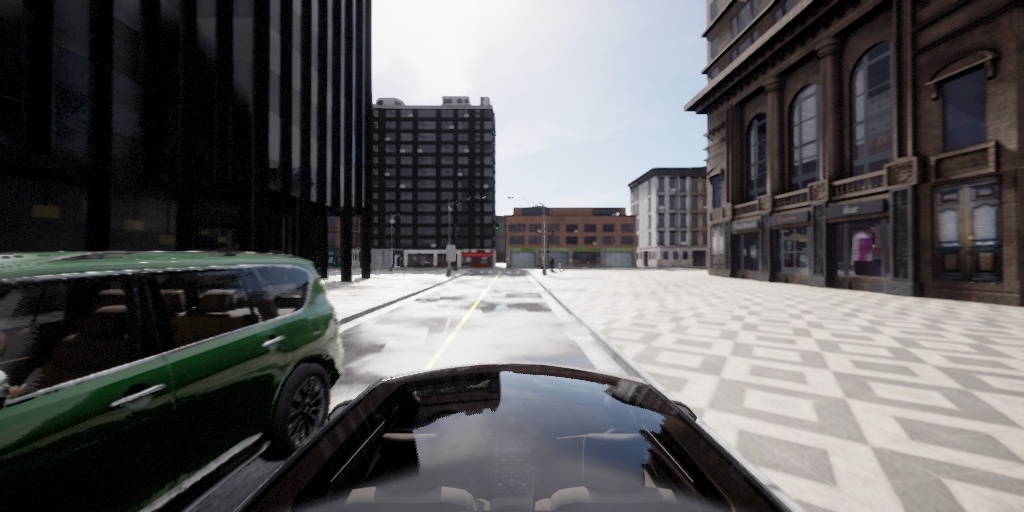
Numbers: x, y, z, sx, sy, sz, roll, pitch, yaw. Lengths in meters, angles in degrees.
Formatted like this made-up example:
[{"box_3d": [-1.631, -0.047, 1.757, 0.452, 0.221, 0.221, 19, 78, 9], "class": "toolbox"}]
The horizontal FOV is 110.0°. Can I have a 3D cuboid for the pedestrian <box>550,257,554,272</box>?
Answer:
[{"box_3d": [4.635, 0.965, 41.577, 0.375, 1.860, 0.375, 0, -1, 0], "class": "pedestrian"}]

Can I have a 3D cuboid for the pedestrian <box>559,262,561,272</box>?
[{"box_3d": [5.635, 1.241, 42.174, 0.375, 1.300, 0.375, 0, -1, 0], "class": "pedestrian"}]

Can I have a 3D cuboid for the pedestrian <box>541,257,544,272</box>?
[{"box_3d": [3.635, 0.971, 42.777, 0.375, 1.860, 0.375, 0, -1, 0], "class": "pedestrian"}]

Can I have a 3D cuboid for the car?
[{"box_3d": [-3.100, 0.973, 2.087, 2.150, 2.045, 5.566, 0, 0, 0], "class": "car"}]
